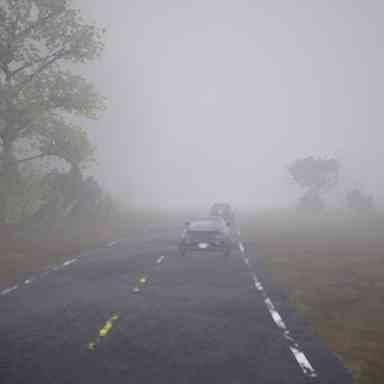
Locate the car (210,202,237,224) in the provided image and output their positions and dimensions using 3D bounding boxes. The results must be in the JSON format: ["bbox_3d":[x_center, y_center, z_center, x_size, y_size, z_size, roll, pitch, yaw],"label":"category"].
[{"bbox_3d":[2.634,1.677,27.935,2.097,1.767,4.553,0,-1,12],"label":"car"}]

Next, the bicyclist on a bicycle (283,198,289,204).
[{"bbox_3d":[24.096,2.493,87.105,0.866,1.612,1.509,0,-1,22],"label":"bicyclist on a bicycle"}]

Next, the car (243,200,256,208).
[{"bbox_3d":[11.283,2.285,65.094,2.128,1.511,4.902,0,-1,22],"label":"car"}]

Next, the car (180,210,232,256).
[{"bbox_3d":[0.622,1.683,13.711,1.812,1.442,4.674,0,0,6],"label":"car"}]
